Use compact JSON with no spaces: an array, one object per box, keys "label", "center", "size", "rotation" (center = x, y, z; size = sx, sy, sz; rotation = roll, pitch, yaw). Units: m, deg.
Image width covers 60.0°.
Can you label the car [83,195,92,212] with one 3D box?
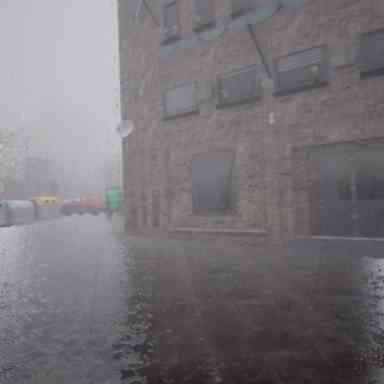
[{"label":"car","center":[-17.255,1.617,47.731],"size":[4.674,1.452,2.002],"rotation":[-3,2,24]}]

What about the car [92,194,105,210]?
[{"label":"car","center":[-16.188,1.431,50.172],"size":[4.892,1.521,2.231],"rotation":[-3,2,24]}]

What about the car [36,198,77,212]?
[{"label":"car","center":[-18.370,1.732,45.176],"size":[4.892,1.521,2.231],"rotation":[-3,2,24]}]

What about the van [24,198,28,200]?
[{"label":"van","center":[-19.382,1.648,42.560],"size":[4.442,1.987,1.878],"rotation":[-3,2,24]}]

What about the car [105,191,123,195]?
[{"label":"car","center":[-13.919,1.116,55.403],"size":[5.008,1.535,2.097],"rotation":[-3,2,24]}]

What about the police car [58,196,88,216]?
[{"label":"police car","center":[-14.033,1.675,35.579],"size":[1.930,1.638,5.238],"rotation":[-3,1,23]}]
